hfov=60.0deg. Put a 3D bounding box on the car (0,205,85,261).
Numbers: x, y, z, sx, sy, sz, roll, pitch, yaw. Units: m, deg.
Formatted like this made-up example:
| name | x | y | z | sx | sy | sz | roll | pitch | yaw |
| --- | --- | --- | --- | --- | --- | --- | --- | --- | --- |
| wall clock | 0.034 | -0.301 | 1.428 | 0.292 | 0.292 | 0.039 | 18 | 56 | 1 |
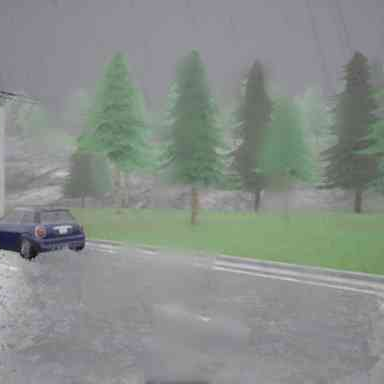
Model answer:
| name | x | y | z | sx | sy | sz | roll | pitch | yaw |
| --- | --- | --- | --- | --- | --- | --- | --- | --- | --- |
| car | -6.141 | 1.347 | 12.560 | 4.553 | 1.767 | 2.097 | 0 | 0 | 35 |
